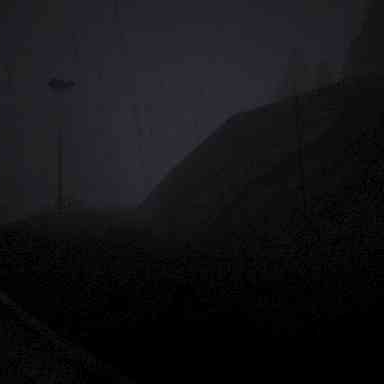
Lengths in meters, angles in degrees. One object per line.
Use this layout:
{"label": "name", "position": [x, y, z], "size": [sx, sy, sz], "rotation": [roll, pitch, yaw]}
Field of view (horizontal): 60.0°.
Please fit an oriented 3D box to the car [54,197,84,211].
{"label": "car", "position": [-15.430, 1.371, 42.035], "size": [2.097, 1.767, 4.553], "rotation": [0, 0, 8]}
